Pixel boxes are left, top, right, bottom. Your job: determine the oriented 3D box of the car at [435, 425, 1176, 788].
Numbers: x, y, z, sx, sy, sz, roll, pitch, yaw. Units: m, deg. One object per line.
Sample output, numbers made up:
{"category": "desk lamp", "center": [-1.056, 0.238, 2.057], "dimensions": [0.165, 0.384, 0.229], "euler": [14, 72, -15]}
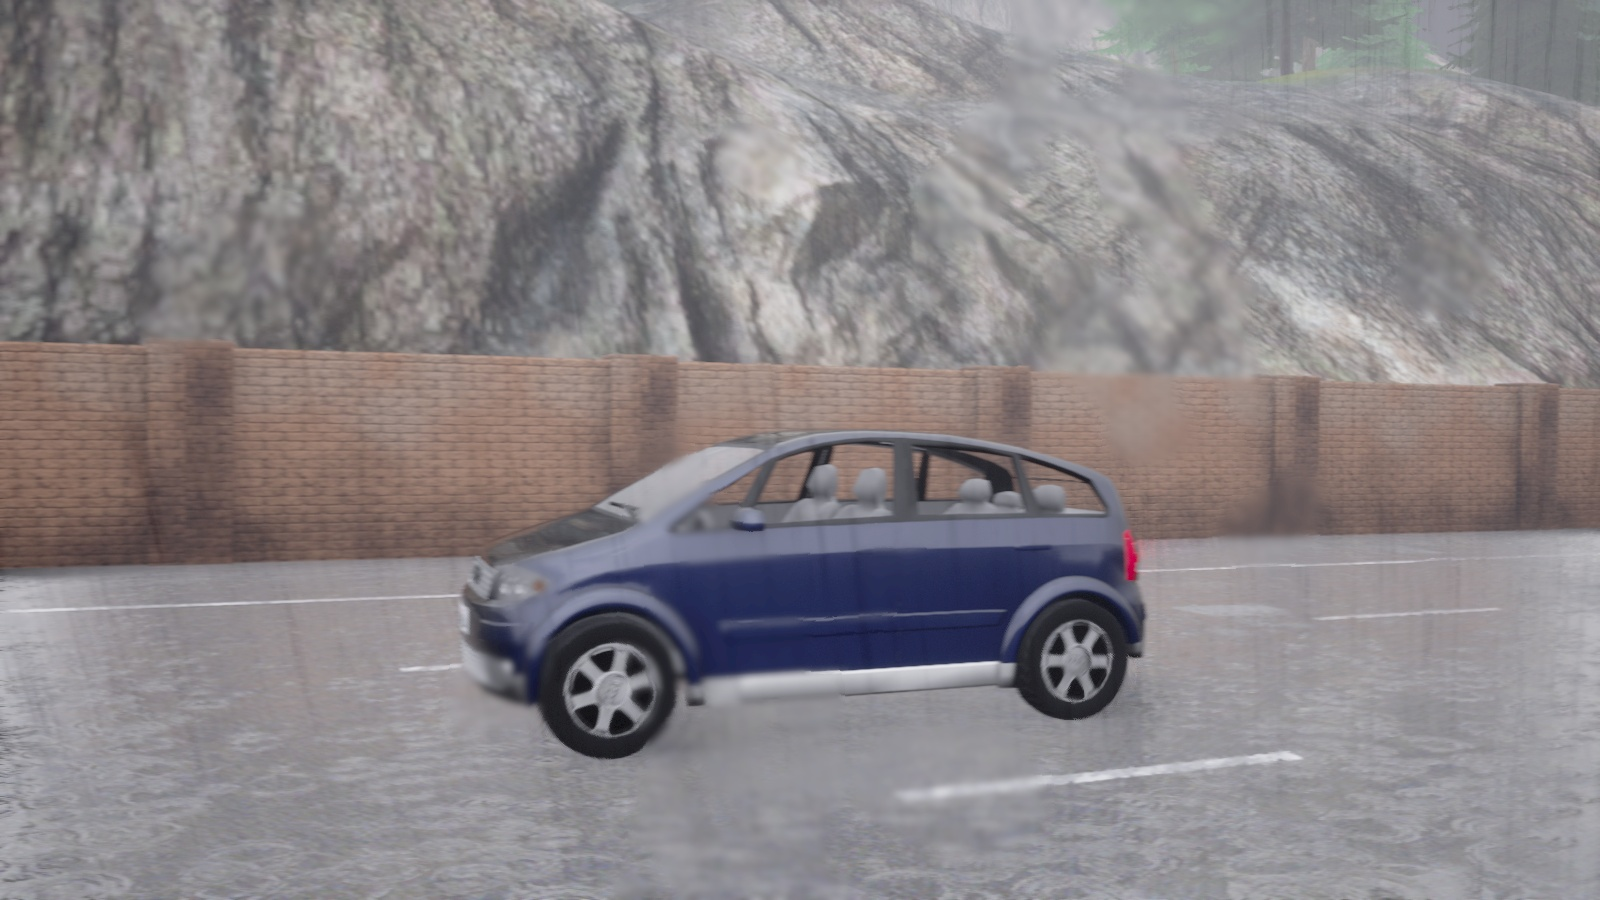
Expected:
{"category": "car", "center": [-0.017, 0.662, 6.977], "dimensions": [3.705, 1.549, 1.789], "euler": [-1, 1, -21]}
